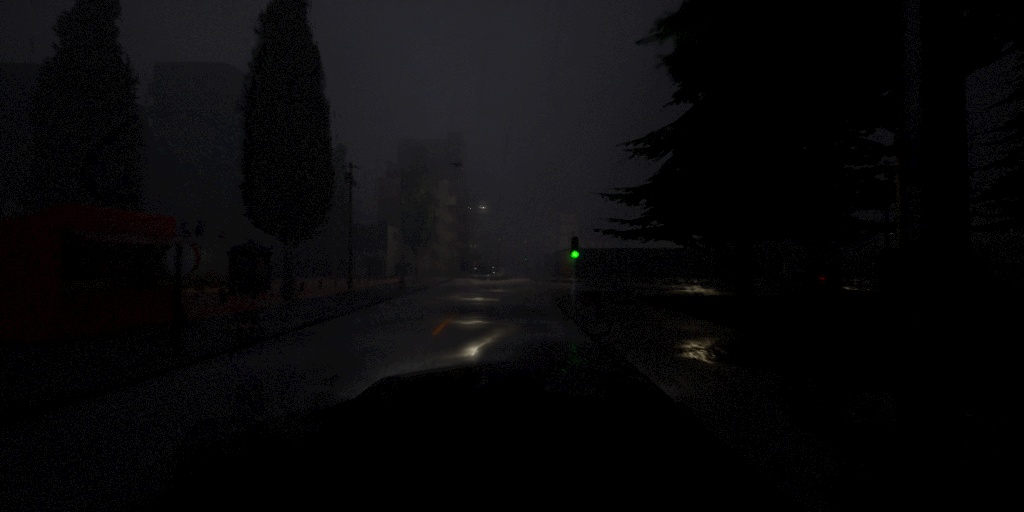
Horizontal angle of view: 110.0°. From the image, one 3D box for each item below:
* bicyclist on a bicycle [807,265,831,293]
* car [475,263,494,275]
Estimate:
[{"bbox_3d":[18.130,1.350,21.228,0.582,1.620,1.656,0,-1,0],"label":"bicyclist on a bicycle"},{"bbox_3d":[-4.089,1.744,51.203,2.097,1.767,4.553,0,-1,0],"label":"car"}]
